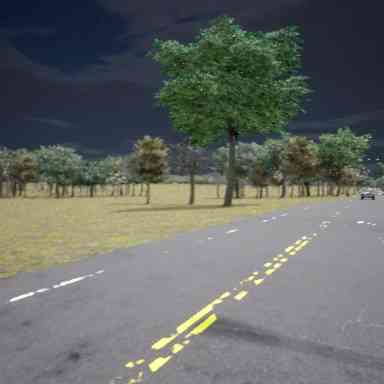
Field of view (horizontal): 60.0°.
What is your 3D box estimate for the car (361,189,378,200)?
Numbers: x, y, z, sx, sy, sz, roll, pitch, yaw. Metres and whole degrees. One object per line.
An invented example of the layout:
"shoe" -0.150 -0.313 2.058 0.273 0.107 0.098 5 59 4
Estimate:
"car" 34.180 0.441 64.568 2.150 2.045 5.566 2 1 31
